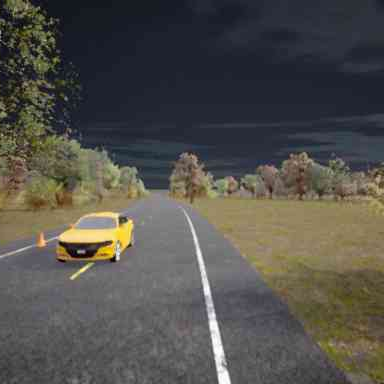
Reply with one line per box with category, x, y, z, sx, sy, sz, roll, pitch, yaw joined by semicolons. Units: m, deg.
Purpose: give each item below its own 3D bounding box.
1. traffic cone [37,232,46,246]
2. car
traffic cone;-6.424;2.000;14.208;0.340;0.580;0.340;0;0;-1
car;-3.353;1.514;12.381;1.882;1.535;5.008;0;0;-1
